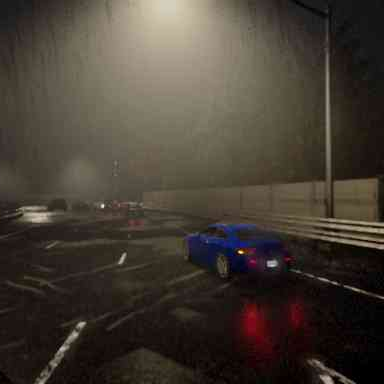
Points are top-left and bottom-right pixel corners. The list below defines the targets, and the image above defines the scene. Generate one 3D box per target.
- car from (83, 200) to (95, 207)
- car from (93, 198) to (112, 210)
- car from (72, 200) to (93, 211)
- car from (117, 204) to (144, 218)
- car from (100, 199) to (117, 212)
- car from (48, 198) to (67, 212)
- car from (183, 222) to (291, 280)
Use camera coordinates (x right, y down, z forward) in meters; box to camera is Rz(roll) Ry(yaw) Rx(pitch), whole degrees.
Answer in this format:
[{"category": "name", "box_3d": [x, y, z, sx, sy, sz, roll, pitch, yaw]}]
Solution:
[{"category": "car", "box_3d": [-24.328, 2.678, 78.341, 1.812, 1.442, 4.674, 0, -1, -6]}, {"category": "car", "box_3d": [-14.372, 2.014, 54.346, 2.150, 2.045, 5.566, 0, -1, -31]}, {"category": "car", "box_3d": [-17.710, 2.264, 53.010, 1.882, 1.535, 5.008, 0, -1, -31]}, {"category": "car", "box_3d": [-6.521, 2.012, 36.414, 2.128, 1.511, 4.902, 0, -1, -19]}, {"category": "car", "box_3d": [-12.077, 2.249, 49.847, 1.812, 1.442, 4.674, 0, -1, -27]}, {"category": "car", "box_3d": [-20.770, 1.995, 51.310, 2.150, 2.045, 5.566, 0, -1, -31]}, {"category": "car", "box_3d": [1.196, 1.667, 10.509, 1.812, 1.442, 4.674, 0, -1, -21]}]
